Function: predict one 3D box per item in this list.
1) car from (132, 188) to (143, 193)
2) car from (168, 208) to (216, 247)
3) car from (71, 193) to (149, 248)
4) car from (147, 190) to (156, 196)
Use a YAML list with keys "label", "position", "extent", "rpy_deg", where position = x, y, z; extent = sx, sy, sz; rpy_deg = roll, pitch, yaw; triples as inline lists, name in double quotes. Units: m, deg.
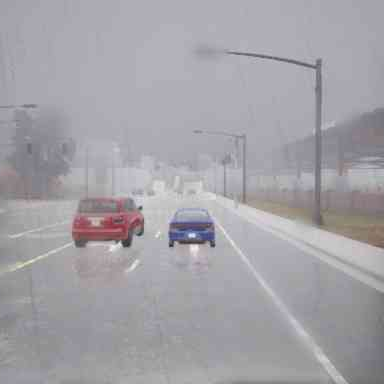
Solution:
- label: "car"
  position: [-13.999, -0.023, 85.206]
  extent: [2.150, 2.045, 5.566]
  rpy_deg: [0, 1, 0]
- label: "car"
  position: [0.000, 1.440, 14.768]
  extent: [1.882, 1.535, 5.008]
  rpy_deg: [0, 0, 0]
- label: "car"
  position: [-3.500, 1.212, 14.795]
  extent: [2.150, 2.045, 5.566]
  rpy_deg: [0, 0, 0]
- label: "car"
  position: [-10.499, 0.220, 85.354]
  extent: [1.882, 1.535, 5.008]
  rpy_deg: [0, 1, 0]
